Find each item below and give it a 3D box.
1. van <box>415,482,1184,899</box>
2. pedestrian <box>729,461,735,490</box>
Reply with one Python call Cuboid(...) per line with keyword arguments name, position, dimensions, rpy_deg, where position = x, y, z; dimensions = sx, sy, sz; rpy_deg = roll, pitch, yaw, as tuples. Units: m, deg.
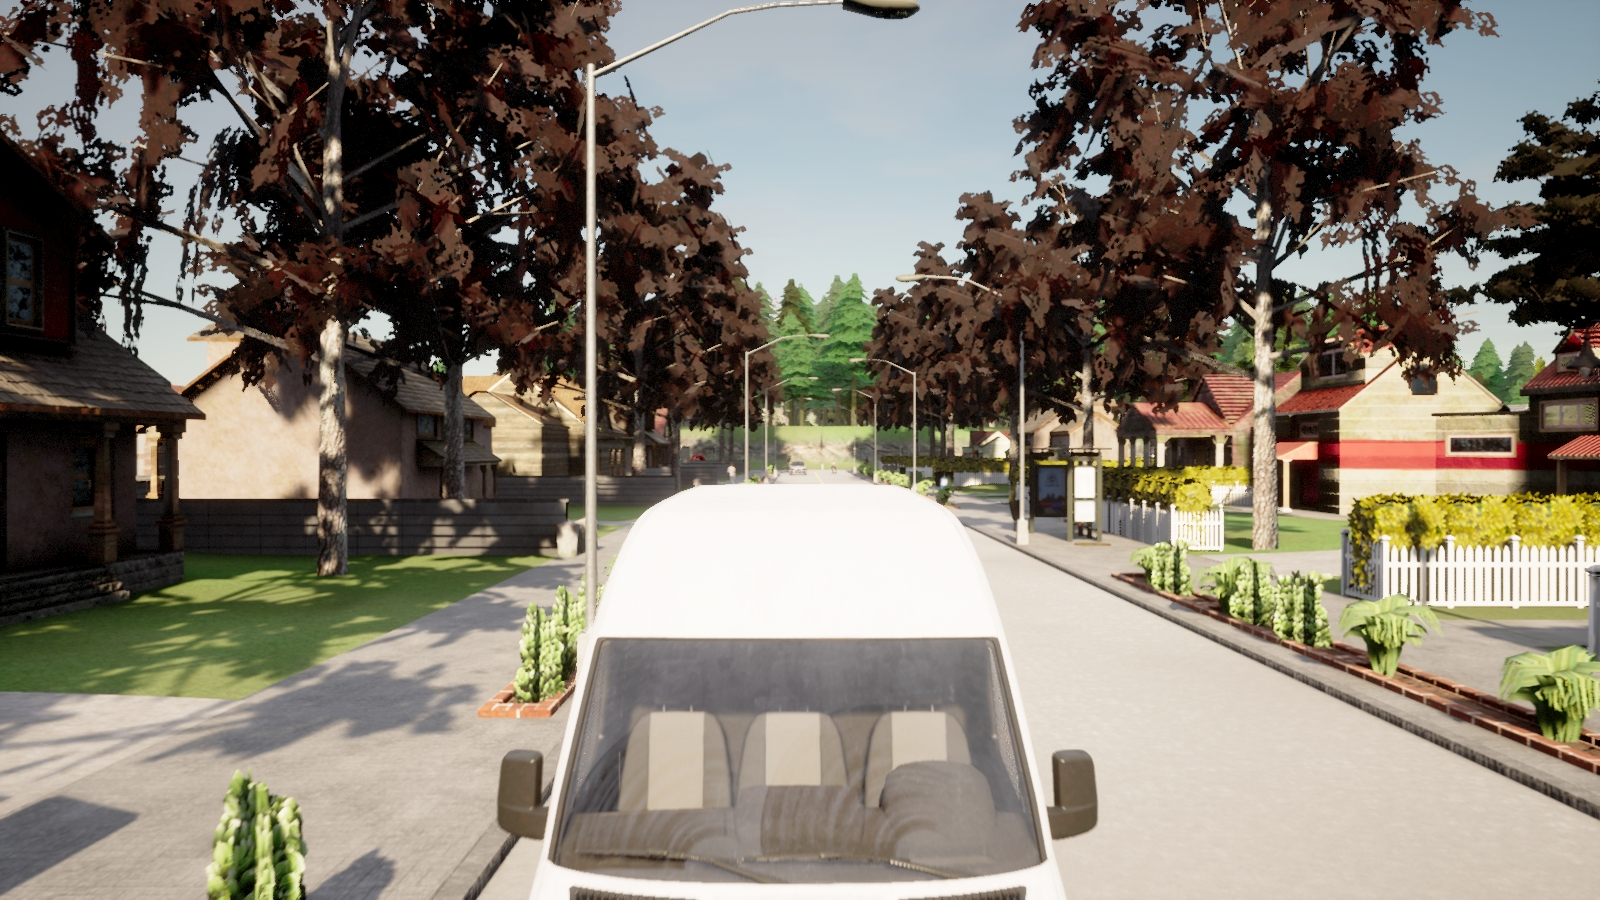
Cuboid(name="van", position=(-0.004, 1.529, 5.914), dimensions=(1.988, 2.561, 5.915), rpy_deg=(0, 0, 0))
Cuboid(name="pedestrian", position=(-4.503, 1.688, 75.674), dimensions=(0.375, 1.860, 0.375), rpy_deg=(0, 0, 2))
